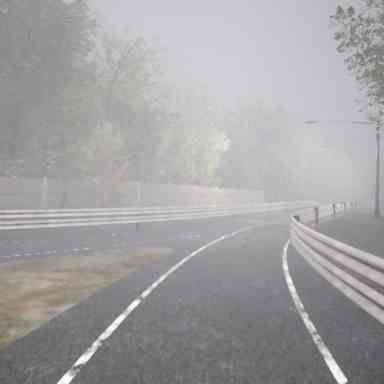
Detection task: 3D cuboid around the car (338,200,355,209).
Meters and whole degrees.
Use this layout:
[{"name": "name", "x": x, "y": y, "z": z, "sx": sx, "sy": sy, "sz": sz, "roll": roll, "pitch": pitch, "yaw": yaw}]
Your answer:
[{"name": "car", "x": 27.780, "y": 2.316, "z": 60.381, "sx": 1.882, "sy": 1.535, "sz": 5.008, "roll": 1, "pitch": -1, "yaw": 30}]

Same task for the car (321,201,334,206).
[{"name": "car", "x": 26.022, "y": 2.414, "z": 63.819, "sx": 1.895, "sy": 1.301, "sz": 4.718, "roll": 1, "pitch": -1, "yaw": 30}]
